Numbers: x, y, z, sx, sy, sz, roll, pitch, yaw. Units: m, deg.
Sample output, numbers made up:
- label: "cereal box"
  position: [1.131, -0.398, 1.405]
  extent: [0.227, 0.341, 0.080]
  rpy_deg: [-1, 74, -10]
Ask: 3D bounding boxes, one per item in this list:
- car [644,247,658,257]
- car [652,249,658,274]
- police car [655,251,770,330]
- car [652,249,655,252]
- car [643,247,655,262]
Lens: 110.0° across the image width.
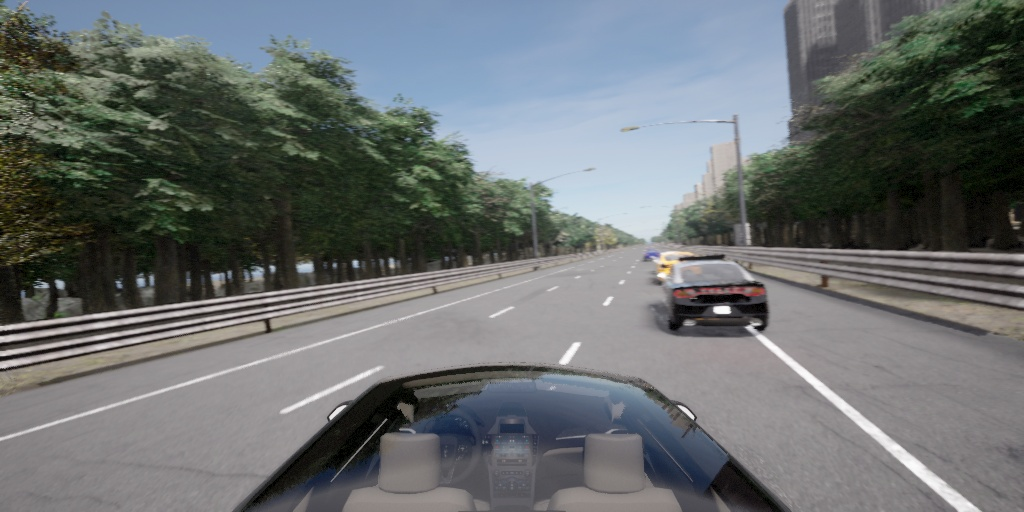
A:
- label: "car"
  position: [22.987, -0.675, 59.316]
  extent: [1.882, 1.535, 5.008]
  rpy_deg: [-4, 0, 21]
- label: "car"
  position: [8.508, 0.527, 18.601]
  extent: [1.882, 1.535, 5.008]
  rpy_deg: [-4, 0, 21]
- label: "police car"
  position: [4.970, 0.769, 9.368]
  extent: [1.930, 1.638, 5.238]
  rpy_deg: [-4, 0, 21]
- label: "car"
  position: [10.656, 0.397, 24.202]
  extent: [1.812, 1.442, 4.674]
  rpy_deg: [-4, 0, 21]
- label: "car"
  position: [17.187, -0.149, 44.158]
  extent: [1.812, 1.442, 4.674]
  rpy_deg: [-4, 0, 21]
